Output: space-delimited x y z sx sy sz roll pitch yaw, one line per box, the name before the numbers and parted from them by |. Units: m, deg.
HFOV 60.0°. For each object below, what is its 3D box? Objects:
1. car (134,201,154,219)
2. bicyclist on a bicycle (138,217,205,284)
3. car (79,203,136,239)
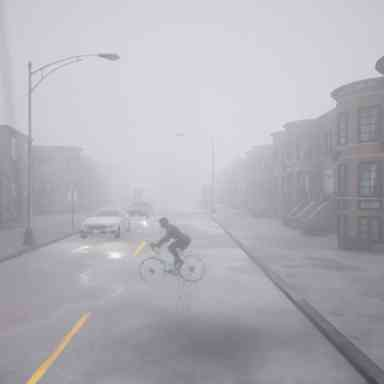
car | -4.504 1.546 29.513 2.033 1.411 5.357 0 0 -1
bicyclist on a bicycle | -0.509 1.446 8.161 1.656 1.620 0.582 -2 0 -1
car | -4.343 1.525 17.326 1.812 1.442 4.674 0 0 -1
